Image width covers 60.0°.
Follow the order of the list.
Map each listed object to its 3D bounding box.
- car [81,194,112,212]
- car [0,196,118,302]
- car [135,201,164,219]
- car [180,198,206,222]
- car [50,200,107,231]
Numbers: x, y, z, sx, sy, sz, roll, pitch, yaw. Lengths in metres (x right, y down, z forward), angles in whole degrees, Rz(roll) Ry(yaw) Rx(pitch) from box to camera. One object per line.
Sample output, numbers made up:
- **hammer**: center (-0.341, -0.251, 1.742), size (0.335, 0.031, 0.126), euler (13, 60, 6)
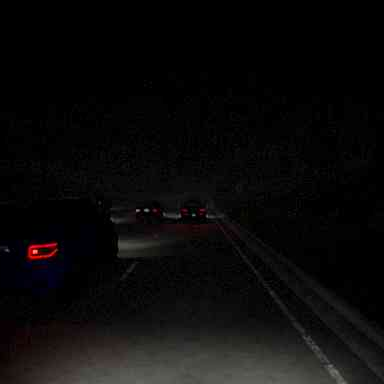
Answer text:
- **car**: center (-10.350, 1.168, 36.517), size (2.097, 1.767, 4.553), euler (0, 0, 1)
- **car**: center (-3.409, 1.179, 8.256), size (2.150, 2.045, 5.566), euler (0, 0, 0)
- **car**: center (-3.396, 1.410, 27.195), size (2.033, 1.411, 5.357), euler (0, 0, 0)
- **car**: center (0.101, 1.399, 25.012), size (1.812, 1.442, 4.674), euler (0, 0, 0)
- **car**: center (-6.897, 1.372, 20.873), size (1.882, 1.535, 5.008), euler (0, 0, 0)
